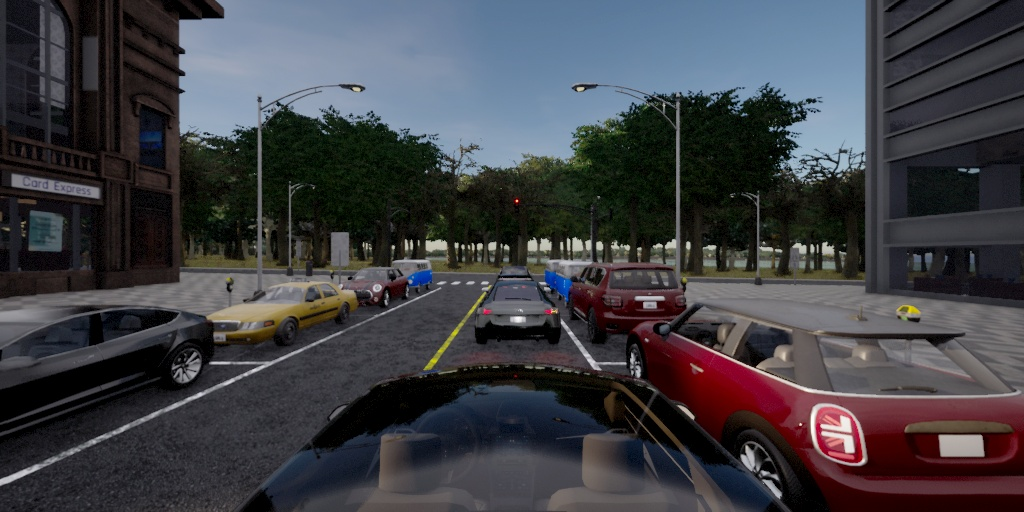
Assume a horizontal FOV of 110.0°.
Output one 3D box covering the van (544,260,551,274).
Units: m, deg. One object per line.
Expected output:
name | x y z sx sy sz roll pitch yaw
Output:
van | 2.800 1.107 20.455 1.690 1.789 3.998 0 0 0

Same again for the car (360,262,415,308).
car | -5.737 1.201 15.034 1.967 1.591 4.097 0 0 0

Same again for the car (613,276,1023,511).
car | 2.767 1.192 4.142 1.967 1.591 4.097 0 0 0

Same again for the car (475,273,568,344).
car | 0.120 1.320 9.629 1.994 1.385 4.181 0 0 0

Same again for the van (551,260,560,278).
van | 2.789 1.102 15.017 1.690 1.789 3.998 0 0 0

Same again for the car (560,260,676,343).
car | 2.778 1.071 9.580 2.192 1.841 5.009 0 0 0

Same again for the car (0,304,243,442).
car | -5.759 1.317 4.159 1.948 1.339 4.313 0 0 0

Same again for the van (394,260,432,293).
van | -5.726 1.107 20.472 1.690 1.789 3.998 0 0 0

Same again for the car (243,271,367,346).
car | -5.748 1.282 9.427 1.751 1.417 4.829 0 0 0

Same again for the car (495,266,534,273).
car | 0.134 1.256 18.510 2.128 1.511 4.902 0 0 0
